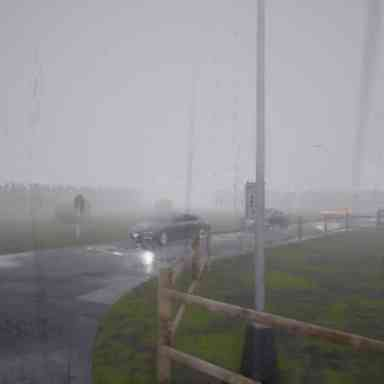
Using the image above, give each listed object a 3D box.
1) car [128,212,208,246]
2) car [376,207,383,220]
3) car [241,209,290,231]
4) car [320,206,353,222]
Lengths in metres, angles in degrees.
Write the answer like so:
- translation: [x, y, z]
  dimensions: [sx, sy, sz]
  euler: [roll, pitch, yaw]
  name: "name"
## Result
- translation: [-1.065, 1.807, 17.120]
  dimensions: [1.837, 1.490, 4.892]
  euler: [0, -1, 39]
  name: "car"
- translation: [22.626, 2.405, 37.934]
  dimensions: [4.892, 1.490, 1.837]
  euler: [1, -1, -43]
  name: "car"
- translation: [5.504, 1.988, 24.697]
  dimensions: [2.128, 1.511, 4.902]
  euler: [0, -1, 42]
  name: "car"
- translation: [15.168, 2.240, 34.806]
  dimensions: [5.008, 1.535, 1.882]
  euler: [1, -1, -45]
  name: "car"
